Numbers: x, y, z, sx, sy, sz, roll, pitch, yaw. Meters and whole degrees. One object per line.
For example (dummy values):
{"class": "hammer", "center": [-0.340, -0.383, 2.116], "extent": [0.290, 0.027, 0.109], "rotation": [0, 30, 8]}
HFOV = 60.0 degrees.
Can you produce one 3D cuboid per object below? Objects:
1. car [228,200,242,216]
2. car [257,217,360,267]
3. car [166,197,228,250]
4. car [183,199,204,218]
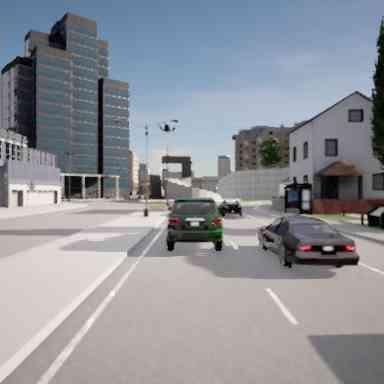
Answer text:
{"class": "car", "center": [3.621, 1.484, 31.631], "extent": [2.128, 1.511, 4.902], "rotation": [0, 0, 1]}
{"class": "car", "center": [3.604, 1.545, 11.306], "extent": [2.033, 1.411, 5.357], "rotation": [0, 0, 0]}
{"class": "car", "center": [0.103, 1.218, 14.451], "extent": [2.150, 2.045, 5.566], "rotation": [0, 0, 0]}
{"class": "car", "center": [0.121, 1.497, 31.690], "extent": [1.837, 1.490, 4.892], "rotation": [0, 0, 1]}
